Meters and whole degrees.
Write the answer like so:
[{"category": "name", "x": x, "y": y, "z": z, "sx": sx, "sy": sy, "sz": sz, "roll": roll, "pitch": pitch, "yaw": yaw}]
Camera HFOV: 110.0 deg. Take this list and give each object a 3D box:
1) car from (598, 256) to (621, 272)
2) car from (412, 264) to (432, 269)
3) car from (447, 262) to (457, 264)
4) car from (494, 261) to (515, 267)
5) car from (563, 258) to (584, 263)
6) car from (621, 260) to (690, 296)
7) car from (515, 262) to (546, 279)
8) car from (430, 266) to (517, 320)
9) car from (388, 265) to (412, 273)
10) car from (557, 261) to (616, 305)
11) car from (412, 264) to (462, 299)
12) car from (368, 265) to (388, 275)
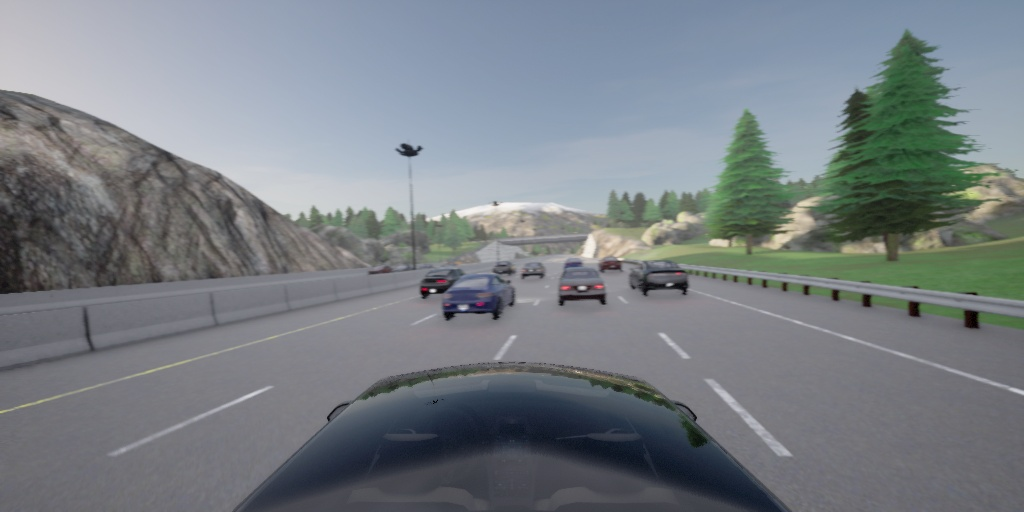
[{"category": "car", "x": 9.655, "y": 0.770, "z": 35.468, "sx": 1.882, "sy": 1.535, "sz": 5.008, "roll": -3, "pitch": 0, "yaw": 9}, {"category": "car", "x": -12.500, "y": 1.910, "z": 52.673, "sx": 1.994, "sy": 1.385, "sz": 4.181, "roll": -3, "pitch": 0, "yaw": 9}, {"category": "car", "x": -9.034, "y": 1.675, "z": 52.225, "sx": 2.128, "sy": 1.511, "sz": 4.902, "roll": -3, "pitch": 0, "yaw": 9}, {"category": "car", "x": -0.713, "y": 1.276, "z": 37.049, "sx": 2.128, "sy": 1.511, "sz": 4.902, "roll": -3, "pitch": 0, "yaw": 9}, {"category": "car", "x": 6.285, "y": 0.930, "z": 36.539, "sx": 1.882, "sy": 1.535, "sz": 5.008, "roll": -3, "pitch": 0, "yaw": 9}, {"category": "car", "x": 6.655, "y": 0.926, "z": 16.669, "sx": 2.128, "sy": 1.511, "sz": 4.902, "roll": -3, "pitch": 0, "yaw": 9}, {"category": "car", "x": 1.929, "y": 1.206, "z": 31.363, "sx": 2.033, "sy": 1.411, "sz": 5.357, "roll": -3, "pitch": 0, "yaw": 9}, {"category": "car", "x": -1.064, "y": 1.326, "z": 12.883, "sx": 1.812, "sy": 1.442, "sz": 4.674, "roll": -3, "pitch": 0, "yaw": 10}, {"category": "car", "x": -15.976, "y": 2.035, "z": 53.095, "sx": 1.812, "sy": 1.442, "sz": 4.674, "roll": -3, "pitch": 0, "yaw": 9}, {"category": "car", "x": 2.888, "y": 1.160, "z": 15.157, "sx": 2.033, "sy": 1.411, "sz": 5.357, "roll": -3, "pitch": 0, "yaw": 9}, {"category": "car", "x": -3.462, "y": 1.418, "z": 19.793, "sx": 1.837, "sy": 1.490, "sz": 4.892, "roll": -3, "pitch": 0, "yaw": 9}, {"category": "car", "x": -19.465, "y": 2.152, "z": 53.444, "sx": 1.882, "sy": 1.535, "sz": 5.008, "roll": -3, "pitch": 0, "yaw": 9}]
